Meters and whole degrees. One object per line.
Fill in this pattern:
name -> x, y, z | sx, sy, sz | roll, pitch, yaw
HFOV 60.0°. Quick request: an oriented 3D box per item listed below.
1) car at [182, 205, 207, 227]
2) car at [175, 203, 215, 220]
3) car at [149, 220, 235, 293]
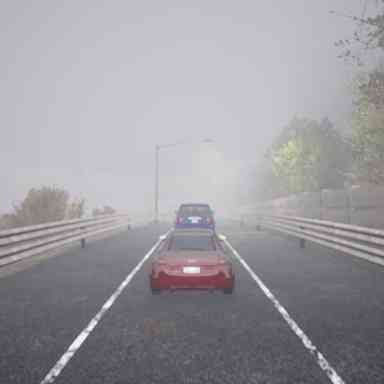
car -> 0.363, 2.407, 33.057 | 2.150, 2.045, 5.566 | 0, -5, 4
car -> 0.167, 1.680, 19.381 | 2.150, 2.045, 5.566 | 0, -2, 1
car -> 0.017, 1.695, 9.185 | 1.994, 1.385, 4.181 | 0, -1, 1
